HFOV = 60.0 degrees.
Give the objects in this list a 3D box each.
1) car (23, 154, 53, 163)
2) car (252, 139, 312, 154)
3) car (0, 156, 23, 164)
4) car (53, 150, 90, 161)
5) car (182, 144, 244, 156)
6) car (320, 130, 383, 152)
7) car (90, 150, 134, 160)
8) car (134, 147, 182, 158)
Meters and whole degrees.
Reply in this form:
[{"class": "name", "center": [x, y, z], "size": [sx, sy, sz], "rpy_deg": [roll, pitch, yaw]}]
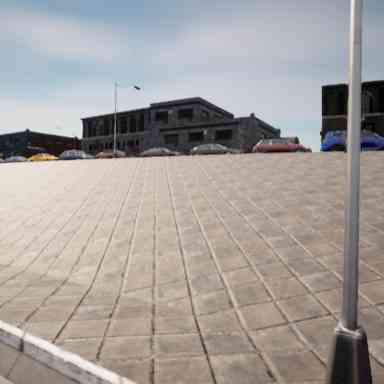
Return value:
[{"class": "car", "center": [-17.359, -3.771, 39.528], "size": [5.008, 1.535, 2.097], "rpy_deg": [1, 1, 32]}, {"class": "car", "center": [7.166, -3.392, 26.405], "size": [4.553, 1.767, 2.185], "rpy_deg": [1, 1, 26]}, {"class": "car", "center": [-22.071, -3.828, 42.456], "size": [4.674, 1.452, 2.002], "rpy_deg": [1, 1, 33]}, {"class": "car", "center": [-12.605, -3.801, 36.712], "size": [4.553, 1.767, 2.185], "rpy_deg": [1, 1, 31]}, {"class": "car", "center": [2.085, -3.383, 28.847], "size": [4.892, 1.521, 2.231], "rpy_deg": [1, 1, 27]}, {"class": "car", "center": [12.267, -3.378, 24.066], "size": [5.566, 2.045, 2.435], "rpy_deg": [2, 1, 25]}, {"class": "car", "center": [-7.612, -3.546, 33.912], "size": [4.792, 1.488, 2.163], "rpy_deg": [1, 1, 29]}, {"class": "car", "center": [-2.748, -3.440, 31.305], "size": [4.674, 1.452, 2.002], "rpy_deg": [1, 1, 28]}]
